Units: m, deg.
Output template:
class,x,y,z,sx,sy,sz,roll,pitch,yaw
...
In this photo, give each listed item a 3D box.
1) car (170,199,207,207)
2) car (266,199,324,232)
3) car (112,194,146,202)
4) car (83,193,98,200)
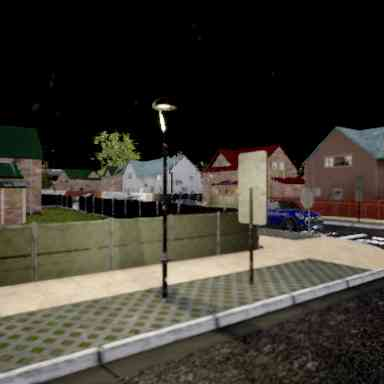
class,x,y,z,sx,sy,sz,roll,pitch,yaw
car,-0.477,1.322,27.777,2.033,1.411,5.357,0,1,-34
car,5.264,1.232,19.206,2.097,1.767,4.553,0,1,-32
car,-6.614,1.153,36.804,2.128,1.511,4.902,0,1,-34
car,-17.926,0.920,58.638,1.812,1.442,4.674,0,1,-33
